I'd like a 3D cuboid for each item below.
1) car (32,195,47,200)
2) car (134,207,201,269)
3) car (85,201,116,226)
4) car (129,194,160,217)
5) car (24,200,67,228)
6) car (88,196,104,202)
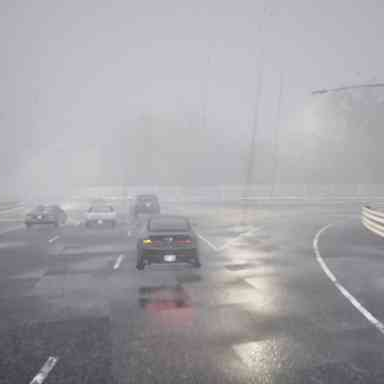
[{"bbox_3d":[-38.957,1.524,84.724,4.718,1.301,1.895,0,0,41],"label":"car"},{"bbox_3d":[-0.824,1.481,11.178,1.837,1.490,4.892,0,0,-6],"label":"car"},{"bbox_3d":[-6.212,1.566,22.971,1.895,1.301,4.718,0,0,-12],"label":"car"},{"bbox_3d":[-4.237,1.165,29.413,2.150,2.045,5.566,0,0,-16],"label":"car"},{"bbox_3d":[-9.541,1.527,22.020,2.033,1.411,5.357,0,0,-13],"label":"car"},{"bbox_3d":[-16.843,1.442,58.275,1.812,1.442,4.674,0,0,-31],"label":"car"}]
